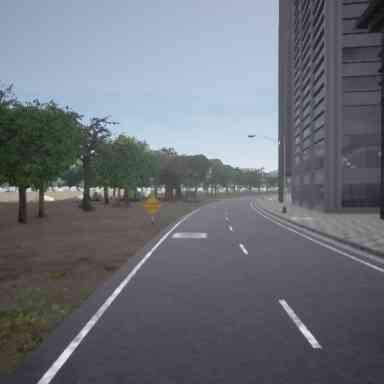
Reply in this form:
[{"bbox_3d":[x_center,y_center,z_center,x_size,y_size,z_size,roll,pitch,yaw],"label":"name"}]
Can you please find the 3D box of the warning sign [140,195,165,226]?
[{"bbox_3d":[-2.414,1.105,20.407,1.300,1.860,1.060,0,0,3],"label":"warning sign"}]
